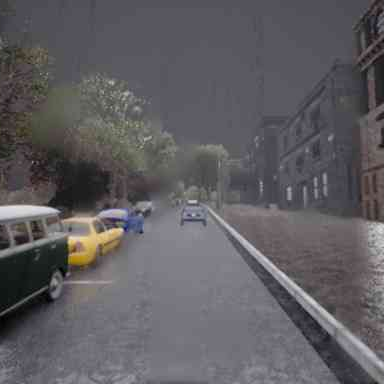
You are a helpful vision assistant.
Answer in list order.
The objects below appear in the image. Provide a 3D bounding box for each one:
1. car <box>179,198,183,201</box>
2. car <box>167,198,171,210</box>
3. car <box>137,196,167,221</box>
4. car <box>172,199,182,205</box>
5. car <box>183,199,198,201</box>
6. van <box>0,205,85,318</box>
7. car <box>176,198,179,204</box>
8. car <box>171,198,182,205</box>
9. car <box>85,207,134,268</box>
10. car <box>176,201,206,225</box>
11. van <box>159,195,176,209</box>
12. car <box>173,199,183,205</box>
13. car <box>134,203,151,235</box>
[{"bbox_3d":[-3.647,1.982,66.955,2.163,1.488,4.792,1,-2,2],"label":"car"},{"bbox_3d":[-3.659,1.618,33.538,2.002,1.452,4.674,0,0,2],"label":"car"},{"bbox_3d":[-3.660,1.434,27.939,2.185,1.767,4.553,0,0,2],"label":"car"},{"bbox_3d":[-3.659,2.457,83.619,2.097,1.535,5.008,0,-1,2],"label":"car"},{"bbox_3d":[0.093,1.653,42.766,1.812,1.442,4.674,0,0,0],"label":"car"},{"bbox_3d":[-3.650,1.268,5.806,1.878,1.987,4.442,0,0,2],"label":"van"},{"bbox_3d":[-3.663,1.506,50.222,2.185,1.767,4.553,0,0,2],"label":"car"},{"bbox_3d":[-3.651,2.289,78.060,2.097,1.535,5.008,1,-2,2],"label":"car"},{"bbox_3d":[-3.648,1.506,11.444,1.946,1.575,5.366,0,0,2],"label":"car"},{"bbox_3d":[0.095,1.617,24.816,2.033,1.411,5.357,0,0,0],"label":"car"},{"bbox_3d":[-3.657,1.388,44.799,1.878,1.987,4.442,0,0,2],"label":"van"},{"bbox_3d":[-3.663,2.657,89.222,2.163,1.488,4.792,0,-1,2],"label":"car"},{"bbox_3d":[-3.656,1.524,16.824,2.097,1.535,5.008,0,0,2],"label":"car"}]
